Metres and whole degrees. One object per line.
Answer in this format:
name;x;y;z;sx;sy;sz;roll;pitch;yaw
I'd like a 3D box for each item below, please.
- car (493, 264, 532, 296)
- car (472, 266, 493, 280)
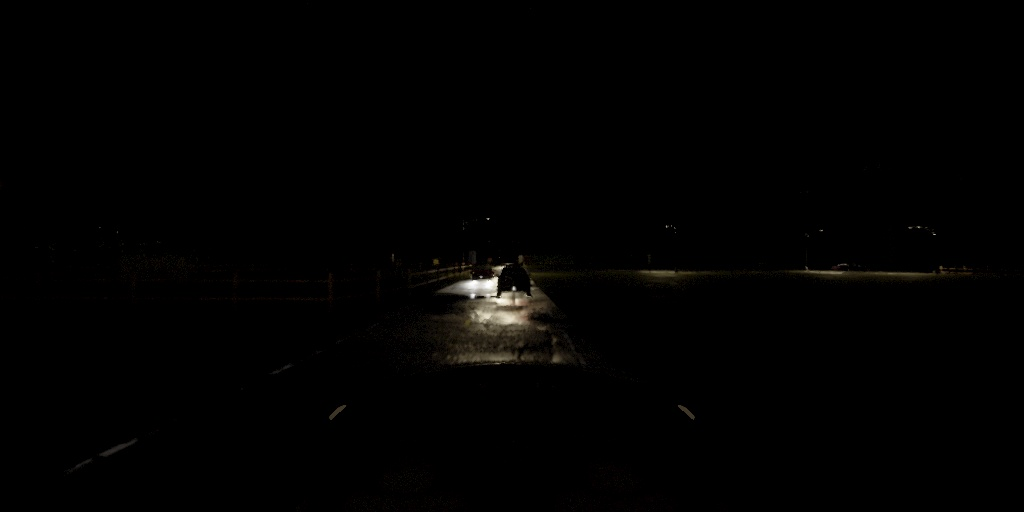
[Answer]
car;0.099;1.414;20.733;1.837;1.490;4.892;0;0;0
car;-2.833;1.640;35.244;1.895;1.301;4.718;0;-1;0
